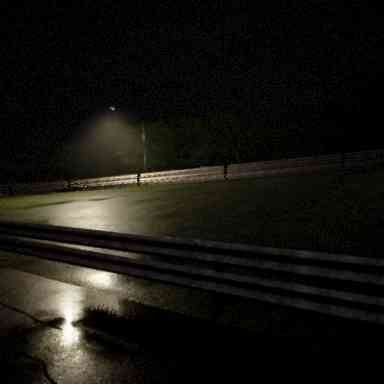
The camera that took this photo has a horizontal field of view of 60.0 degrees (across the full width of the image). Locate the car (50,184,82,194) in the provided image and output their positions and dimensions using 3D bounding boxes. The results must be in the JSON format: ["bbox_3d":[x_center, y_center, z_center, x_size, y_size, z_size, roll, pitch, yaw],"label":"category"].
[{"bbox_3d":[-18.444,-0.356,48.617,4.892,1.490,1.837,-4,-2,23],"label":"car"}]
